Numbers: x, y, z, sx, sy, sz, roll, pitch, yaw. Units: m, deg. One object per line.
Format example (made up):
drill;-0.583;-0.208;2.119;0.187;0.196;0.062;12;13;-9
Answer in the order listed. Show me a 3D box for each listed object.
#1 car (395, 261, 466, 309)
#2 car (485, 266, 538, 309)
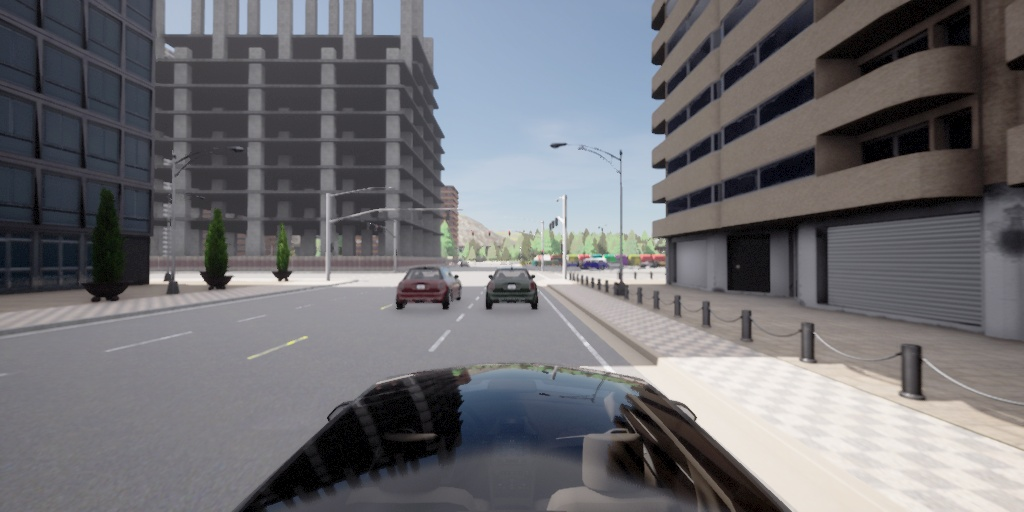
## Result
car;-3.510;1.240;15.926;2.097;1.767;4.553;0;-1;0
car;-0.010;1.240;15.928;2.097;1.767;4.553;0;-1;0
